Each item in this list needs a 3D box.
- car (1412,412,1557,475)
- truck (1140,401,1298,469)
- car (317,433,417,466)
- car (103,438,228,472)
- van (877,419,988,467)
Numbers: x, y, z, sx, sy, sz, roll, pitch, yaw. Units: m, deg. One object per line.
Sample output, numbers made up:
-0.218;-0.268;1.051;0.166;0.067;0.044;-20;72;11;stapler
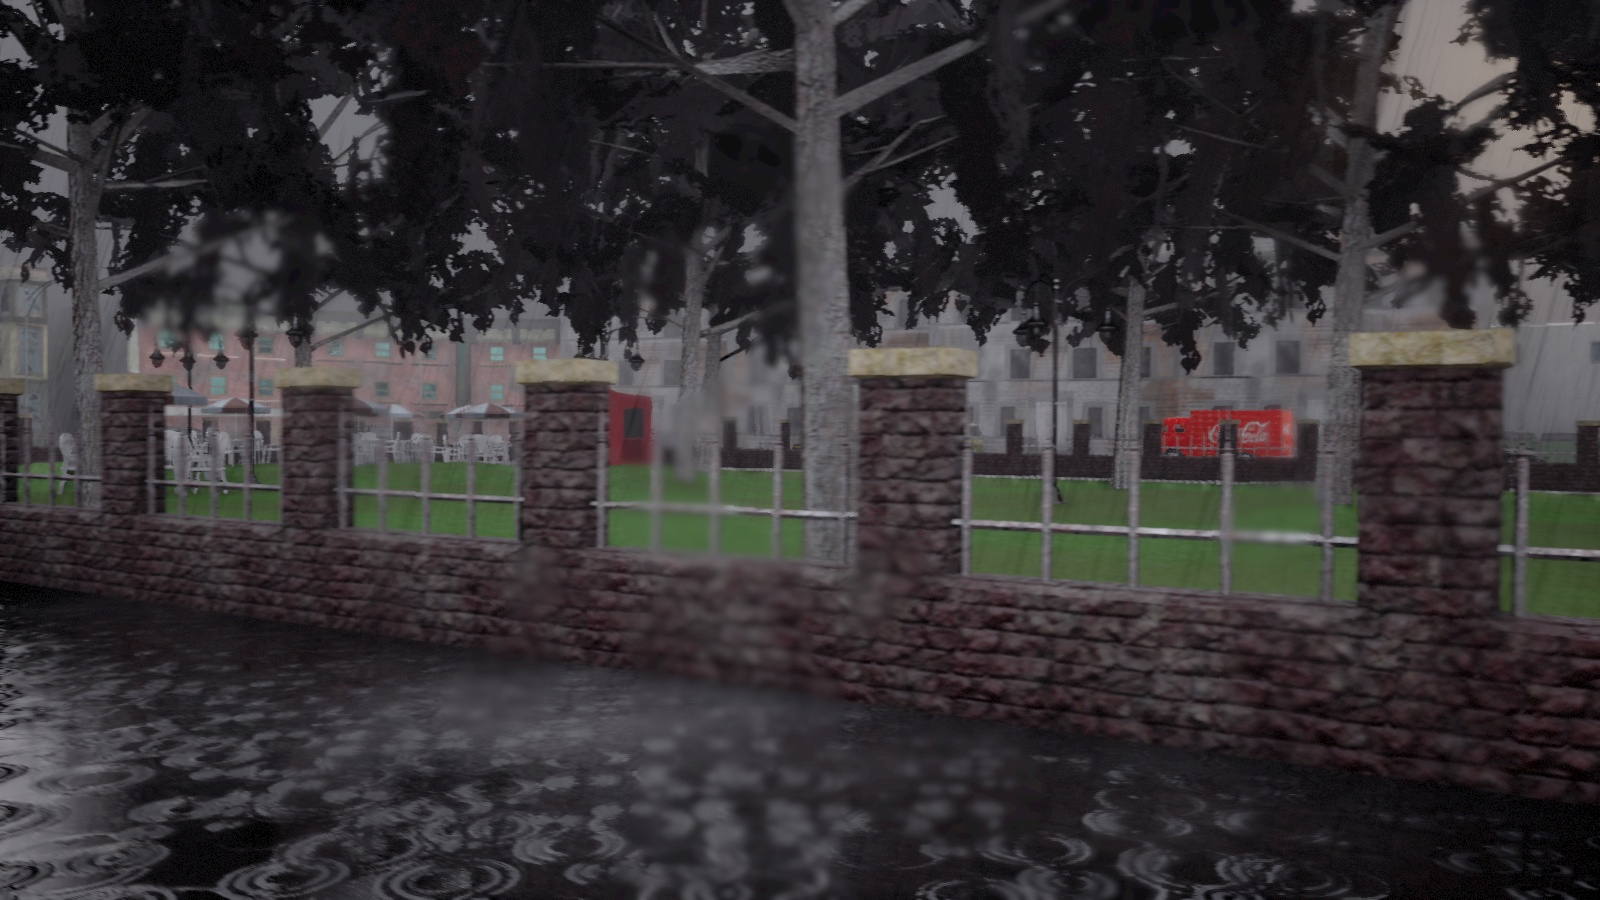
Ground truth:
21.480;-0.214;39.441;3.866;1.878;1.905;0;1;33;car
15.897;-0.560;47.737;5.204;2.467;2.627;0;1;33;truck
-22.721;-0.038;65.867;4.856;1.649;2.033;-1;1;-22;car
-29.392;0.201;58.311;1.837;1.490;4.892;0;1;33;car
5.696;-0.317;54.244;4.442;1.987;1.775;0;1;33;van
